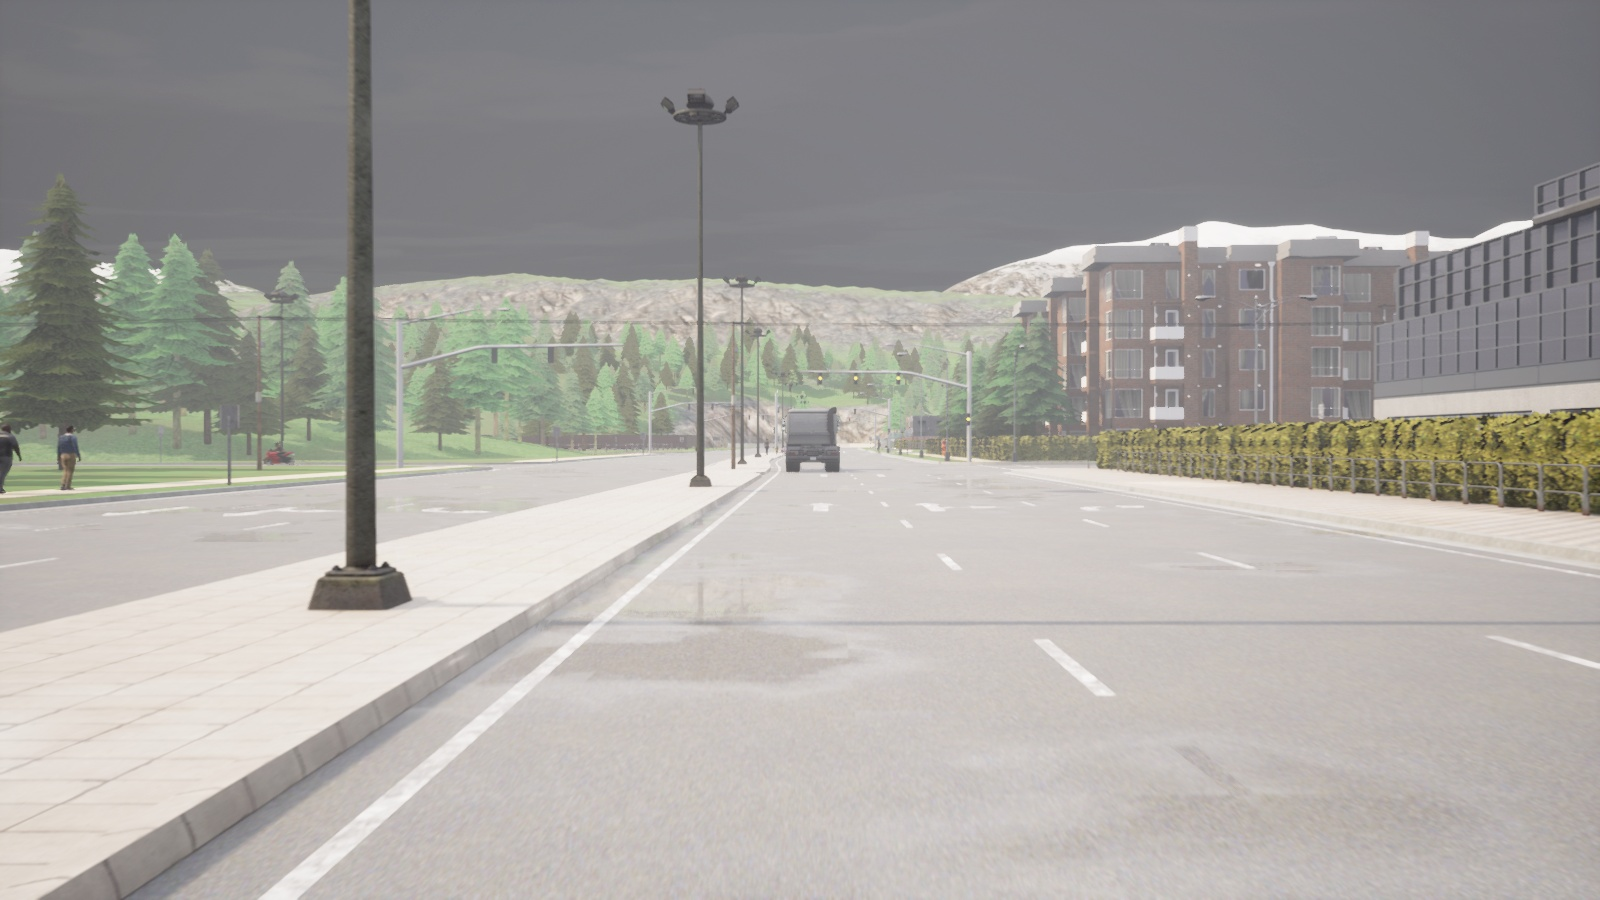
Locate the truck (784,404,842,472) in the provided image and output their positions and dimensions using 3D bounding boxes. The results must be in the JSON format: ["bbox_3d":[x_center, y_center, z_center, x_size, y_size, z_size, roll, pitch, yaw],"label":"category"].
[{"bbox_3d":[0.633,-0.626,67.086,2.891,3.462,7.936,0,0,0],"label":"truck"}]

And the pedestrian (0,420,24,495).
[{"bbox_3d":[-20.451,0.182,32.177,0.563,1.883,0.849,0,0,2],"label":"pedestrian"}]

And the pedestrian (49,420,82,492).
[{"bbox_3d":[-20.197,0.168,34.546,0.423,1.949,0.788,0,0,3],"label":"pedestrian"}]

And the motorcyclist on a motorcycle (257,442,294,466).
[{"bbox_3d":[-33.501,0.234,80.270,2.044,1.523,0.797,0,0,1],"label":"motorcyclist on a motorcycle"}]
